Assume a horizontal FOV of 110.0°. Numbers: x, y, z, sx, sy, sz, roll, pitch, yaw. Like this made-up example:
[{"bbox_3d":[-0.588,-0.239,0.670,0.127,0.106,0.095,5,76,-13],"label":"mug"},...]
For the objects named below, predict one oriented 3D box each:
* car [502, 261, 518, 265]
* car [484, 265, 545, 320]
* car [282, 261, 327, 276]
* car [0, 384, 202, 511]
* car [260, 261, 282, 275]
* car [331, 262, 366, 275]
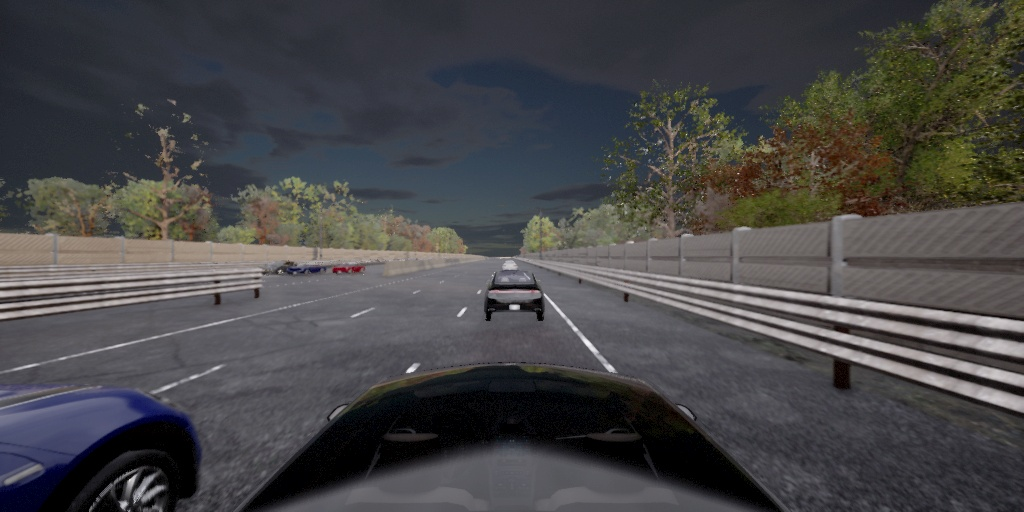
[{"bbox_3d":[-0.280,1.289,44.462,1.812,1.442,4.674,0,0,-1],"label":"car"},{"bbox_3d":[0.066,1.245,12.621,2.128,1.511,4.902,0,0,0],"label":"car"},{"bbox_3d":[-21.370,1.363,37.453,1.895,1.301,4.718,0,0,-1],"label":"car"},{"bbox_3d":[-3.404,1.103,0.825,2.097,1.767,4.553,0,0,0],"label":"car"},{"bbox_3d":[-24.881,1.267,38.551,1.837,1.490,4.892,0,0,-1],"label":"car"},{"bbox_3d":[-17.897,1.363,39.392,1.895,1.301,4.718,0,0,-1],"label":"car"}]
